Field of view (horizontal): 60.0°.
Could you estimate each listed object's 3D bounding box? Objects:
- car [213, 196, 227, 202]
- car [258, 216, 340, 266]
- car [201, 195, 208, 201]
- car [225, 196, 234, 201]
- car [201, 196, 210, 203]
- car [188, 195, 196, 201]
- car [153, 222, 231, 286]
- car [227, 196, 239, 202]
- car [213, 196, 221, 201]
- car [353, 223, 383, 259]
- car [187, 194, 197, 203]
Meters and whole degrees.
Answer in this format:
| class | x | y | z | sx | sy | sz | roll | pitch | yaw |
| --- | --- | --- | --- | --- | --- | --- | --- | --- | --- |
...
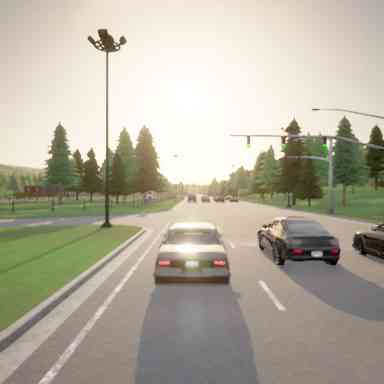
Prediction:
| class | x | y | z | sx | sy | sz | roll | pitch | yaw |
| --- | --- | --- | --- | --- | --- | --- | --- | --- | --- |
| car | 7.024 | 1.713 | 83.745 | 2.097 | 1.767 | 4.553 | 0 | 0 | 0 |
| car | 3.544 | 1.577 | 11.642 | 1.812 | 1.442 | 4.674 | 0 | 0 | 1 |
| car | 3.527 | 1.720 | 93.780 | 1.882 | 1.535 | 5.008 | 0 | 0 | 0 |
| car | 10.527 | 1.766 | 93.778 | 1.812 | 1.442 | 4.674 | 0 | 0 | 0 |
| car | 3.524 | 1.895 | 83.359 | 2.033 | 1.411 | 5.357 | 0 | 0 | 0 |
| car | 0.027 | 1.597 | 93.751 | 2.097 | 1.767 | 4.553 | 0 | 0 | 0 |
| car | 0.017 | 1.590 | 9.587 | 2.033 | 1.411 | 5.357 | 0 | 0 | 0 |
| car | 10.524 | 1.954 | 83.803 | 1.895 | 1.301 | 4.718 | 0 | 0 | 0 |
| car | 7.027 | 1.782 | 93.779 | 2.033 | 1.411 | 5.357 | 0 | 0 | 0 |
| car | 7.032 | 1.613 | 10.883 | 1.994 | 1.385 | 4.181 | 0 | 0 | 1 |
| car | 0.024 | 1.581 | 83.391 | 2.150 | 2.045 | 5.566 | 0 | 0 | 0 |
